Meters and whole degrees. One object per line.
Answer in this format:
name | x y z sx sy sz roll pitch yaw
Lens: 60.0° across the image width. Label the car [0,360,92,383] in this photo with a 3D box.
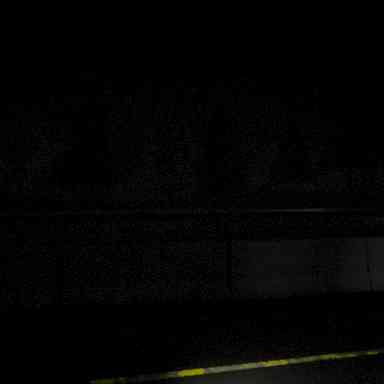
car | -2.810 1.528 1.666 4.674 1.442 1.812 0 0 -12
